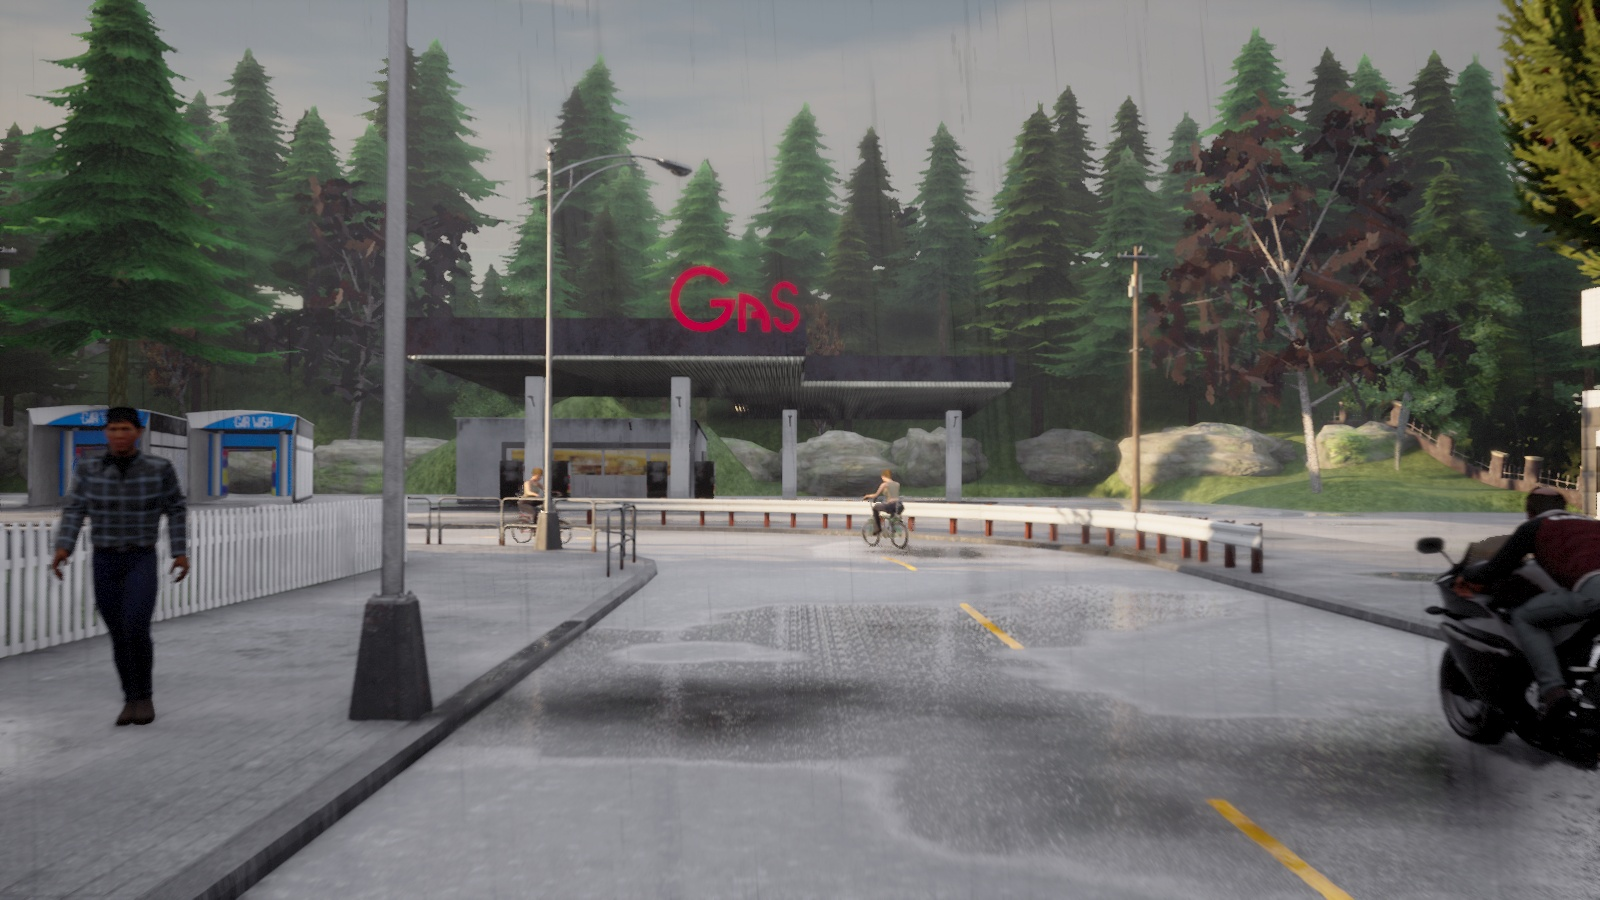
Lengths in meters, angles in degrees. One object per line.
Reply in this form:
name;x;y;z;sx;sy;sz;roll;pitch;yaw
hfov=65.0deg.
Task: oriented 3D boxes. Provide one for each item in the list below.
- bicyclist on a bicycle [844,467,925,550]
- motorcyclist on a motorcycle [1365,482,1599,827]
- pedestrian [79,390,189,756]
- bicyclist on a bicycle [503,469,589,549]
bicyclist on a bicycle;1.706;1.176;25.636;0.866;1.612;1.509;-2;0;-33
motorcyclist on a motorcycle;3.981;0.947;6.762;0.866;1.530;2.191;0;-1;0
pedestrian;-3.759;0.659;7.128;0.423;1.949;0.788;0;-1;-19
bicyclist on a bicycle;-5.311;1.214;26.315;1.509;1.612;0.866;-1;1;22
